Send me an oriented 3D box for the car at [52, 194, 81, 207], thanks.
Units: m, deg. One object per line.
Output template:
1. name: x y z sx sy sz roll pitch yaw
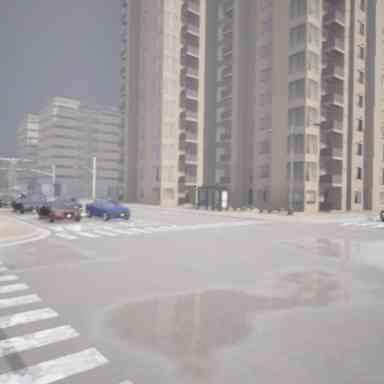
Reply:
1. car: -16.617 1.076 43.887 2.128 1.511 4.902 1 0 -39

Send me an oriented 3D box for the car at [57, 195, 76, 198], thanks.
1. car: -12.317 1.209 32.718 1.837 1.490 4.892 1 0 -39

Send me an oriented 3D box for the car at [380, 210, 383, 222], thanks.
1. car: 17.256 1.690 27.390 4.892 1.490 1.837 1 0 -39

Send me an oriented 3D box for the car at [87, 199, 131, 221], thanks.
1. car: -6.479 1.312 25.501 1.882 1.535 5.008 1 0 -39

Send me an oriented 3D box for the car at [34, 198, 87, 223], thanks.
1. car: -9.378 1.356 23.519 1.994 1.385 4.181 1 0 -39

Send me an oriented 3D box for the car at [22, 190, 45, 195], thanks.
1. car: -20.302 0.740 42.645 2.150 2.045 5.566 1 1 -39

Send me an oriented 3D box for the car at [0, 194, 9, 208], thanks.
1. car: -21.464 1.027 38.491 1.837 1.490 4.892 1 0 -38

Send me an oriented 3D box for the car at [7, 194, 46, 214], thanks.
1. car: -15.194 1.210 30.700 2.033 1.411 5.357 1 0 -39
